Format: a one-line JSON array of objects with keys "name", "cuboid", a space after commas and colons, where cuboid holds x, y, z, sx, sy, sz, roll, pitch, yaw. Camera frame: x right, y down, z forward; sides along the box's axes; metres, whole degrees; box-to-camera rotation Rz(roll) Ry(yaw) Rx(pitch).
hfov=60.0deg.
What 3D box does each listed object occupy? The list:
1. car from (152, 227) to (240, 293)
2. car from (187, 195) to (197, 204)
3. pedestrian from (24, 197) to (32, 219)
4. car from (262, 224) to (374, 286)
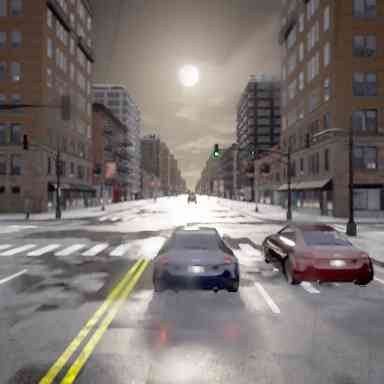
[{"name": "car", "cuboid": [0.091, 1.615, 8.990, 1.994, 1.385, 4.181, 0, 0, 0]}, {"name": "car", "cuboid": [0.010, 1.653, 77.811, 2.150, 2.045, 5.566, 0, 0, 0]}, {"name": "pedestrian", "cuboid": [-14.139, 1.333, 28.621, 0.375, 1.860, 0.375, 0, -1, 0]}, {"name": "car", "cuboid": [3.344, 1.618, 9.629, 1.994, 1.385, 4.181, 0, 0, 0]}]
